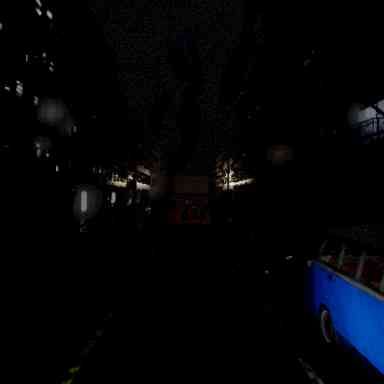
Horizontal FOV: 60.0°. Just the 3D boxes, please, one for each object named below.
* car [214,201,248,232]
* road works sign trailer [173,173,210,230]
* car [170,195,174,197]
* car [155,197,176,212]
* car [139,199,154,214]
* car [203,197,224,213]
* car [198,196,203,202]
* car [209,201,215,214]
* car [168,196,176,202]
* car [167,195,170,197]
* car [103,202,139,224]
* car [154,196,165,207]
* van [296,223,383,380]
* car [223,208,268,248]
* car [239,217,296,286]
[{"bbox_3d":[2.688,1.541,20.654,1.967,1.590,4.097,0,0,0],"label":"car"},{"bbox_3d":[-0.003,0.571,21.790,2.380,3.560,2.880,0,0,0],"label":"road works sign trailer"},{"bbox_3d":[-5.702,1.718,88.293,2.192,1.841,5.009,0,0,0],"label":"car"},{"bbox_3d":[-3.102,1.751,42.955,2.033,1.411,5.357,0,0,0],"label":"car"},{"bbox_3d":[-5.695,1.704,37.394,1.752,1.417,4.829,0,0,0],"label":"car"},{"bbox_3d":[2.687,1.494,37.563,2.192,1.841,5.009,0,0,0],"label":"car"},{"bbox_3d":[2.677,1.929,88.459,1.752,1.417,4.829,0,0,0],"label":"car"},{"bbox_3d":[2.688,1.678,26.289,2.008,1.369,4.403,0,0,0],"label":"car"},{"bbox_3d":[-5.704,1.867,93.928,1.967,1.590,4.097,0,0,0],"label":"car"},{"bbox_3d":[-5.698,1.595,60.111,2.192,1.841,5.009,0,0,0],"label":"car"},{"bbox_3d":[-5.694,1.693,26.290,1.947,1.339,4.313,0,0,0],"label":"car"},{"bbox_3d":[-5.698,1.695,54.474,1.967,1.590,4.097,0,0,0],"label":"car"},{"bbox_3d":[2.692,1.360,3.745,1.690,1.788,3.998,0,0,0],"label":"van"},{"bbox_3d":[2.689,1.619,15.017,1.887,1.381,4.507,0,0,0],"label":"car"},{"bbox_3d":[2.690,1.613,9.380,1.947,1.339,4.313,0,0,0],"label":"car"}]
